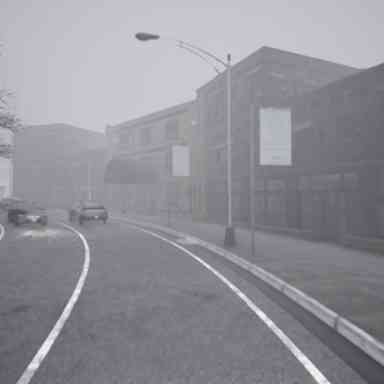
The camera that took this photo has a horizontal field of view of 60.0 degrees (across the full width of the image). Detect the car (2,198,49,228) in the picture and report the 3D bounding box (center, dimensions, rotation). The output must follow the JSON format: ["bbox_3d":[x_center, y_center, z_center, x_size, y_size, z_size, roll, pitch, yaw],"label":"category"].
[{"bbox_3d":[-10.695,1.380,21.616,2.128,1.511,4.902,0,0,-35],"label":"car"}]

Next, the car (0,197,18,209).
[{"bbox_3d":[-19.348,1.323,35.498,4.892,1.490,1.837,0,-1,36],"label":"car"}]

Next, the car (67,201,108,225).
[{"bbox_3d":[-7.380,1.397,23.267,2.128,1.511,4.902,0,0,-32],"label":"car"}]
